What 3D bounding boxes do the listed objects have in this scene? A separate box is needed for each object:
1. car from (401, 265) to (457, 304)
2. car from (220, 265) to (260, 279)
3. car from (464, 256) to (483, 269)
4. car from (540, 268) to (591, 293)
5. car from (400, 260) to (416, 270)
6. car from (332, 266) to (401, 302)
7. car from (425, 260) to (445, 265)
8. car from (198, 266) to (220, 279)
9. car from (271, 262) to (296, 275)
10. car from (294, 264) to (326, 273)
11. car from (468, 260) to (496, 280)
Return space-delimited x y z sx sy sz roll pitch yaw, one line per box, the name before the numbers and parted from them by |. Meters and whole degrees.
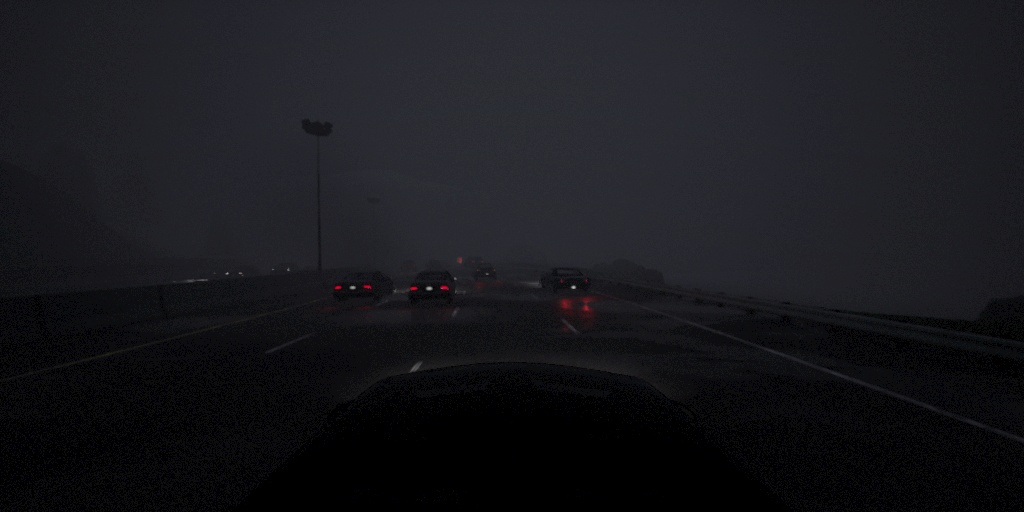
car | -3.660 1.361 16.947 2.033 1.411 5.357 -1 0 -7
car | -29.791 1.742 39.813 1.837 1.490 4.892 -1 0 -15
car | -6.426 1.093 59.912 2.150 2.045 5.566 0 0 -22
car | 2.881 1.311 20.562 1.895 1.301 4.718 -1 0 -7
car | -15.756 1.369 54.175 2.097 1.767 4.553 -1 0 -20
car | -7.247 1.418 18.005 2.033 1.411 5.357 -1 0 -8
car | -11.665 1.304 53.000 2.097 1.767 4.553 -1 0 -19
car | -33.852 1.849 41.404 2.033 1.411 5.357 -1 0 -16
car | -27.085 1.547 43.023 2.097 1.767 4.553 -1 0 -16
car | -22.838 1.727 40.987 1.895 1.301 4.718 -1 0 -15
car | -2.577 1.327 32.277 1.812 1.442 4.674 0 0 -12
